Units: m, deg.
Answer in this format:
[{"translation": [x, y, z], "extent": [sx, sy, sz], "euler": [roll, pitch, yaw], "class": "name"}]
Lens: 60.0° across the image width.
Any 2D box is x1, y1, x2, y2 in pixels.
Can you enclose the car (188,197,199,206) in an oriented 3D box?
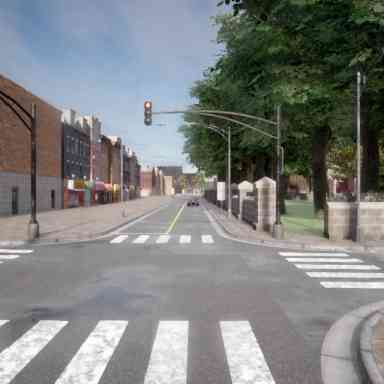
[{"translation": [0.181, 1.522, 54.246], "extent": [2.033, 1.411, 5.357], "euler": [0, 0, 0], "class": "car"}]
